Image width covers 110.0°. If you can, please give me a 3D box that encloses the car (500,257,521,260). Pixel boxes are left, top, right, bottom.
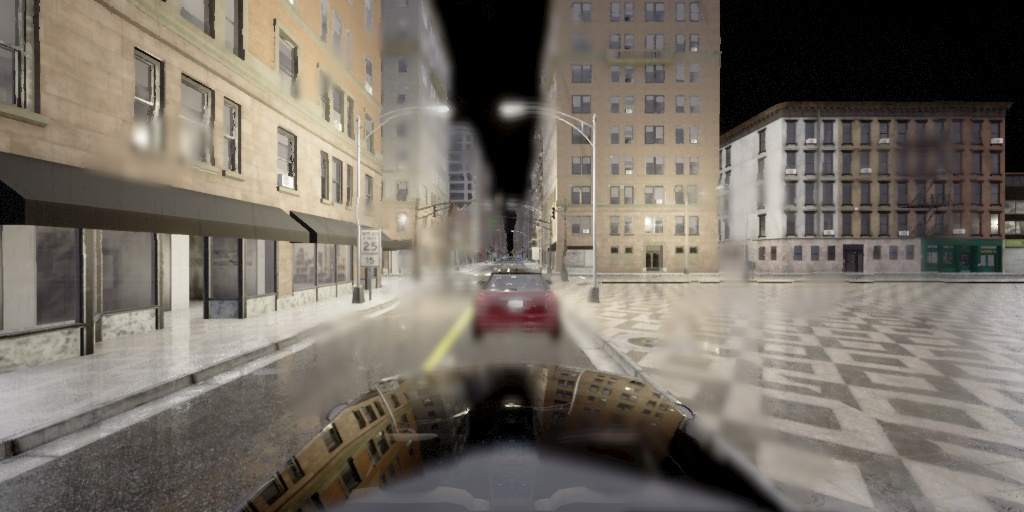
[{"bbox_3d":[-0.029,1.100,21.487,2.097,1.767,4.553,0,0,-3],"label":"car"}]

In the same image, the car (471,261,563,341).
[{"bbox_3d":[0.113,1.101,10.058,2.097,1.767,4.553,0,0,0],"label":"car"}]
